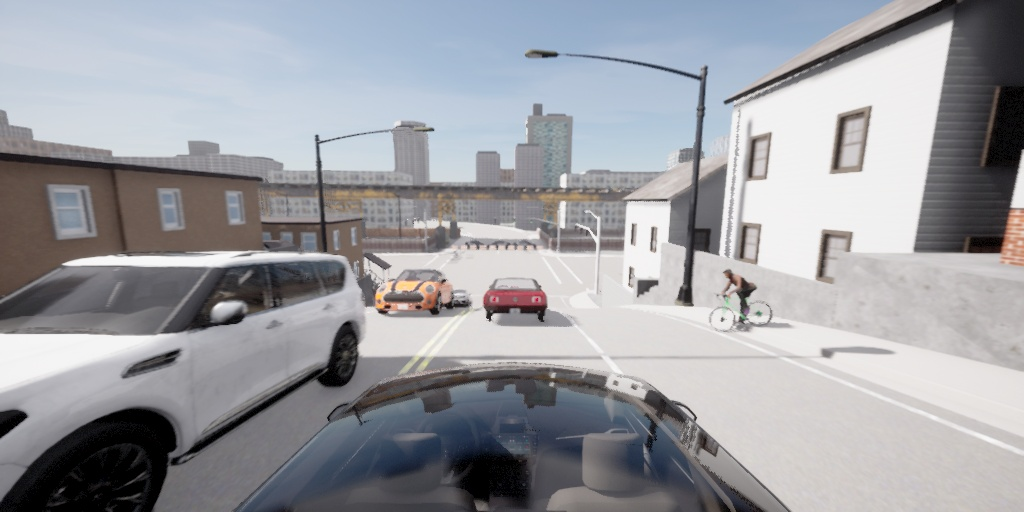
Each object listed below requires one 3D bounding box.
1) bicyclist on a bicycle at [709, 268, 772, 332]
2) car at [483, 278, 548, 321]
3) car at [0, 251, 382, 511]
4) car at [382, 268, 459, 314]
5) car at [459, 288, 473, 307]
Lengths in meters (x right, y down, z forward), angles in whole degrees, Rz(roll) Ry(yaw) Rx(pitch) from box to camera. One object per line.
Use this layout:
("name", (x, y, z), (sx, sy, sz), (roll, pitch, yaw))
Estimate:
("bicyclist on a bicycle", (5.885, 1.121, 9.336), (1.656, 1.620, 0.582), (-9, 0, 1))
("car", (0.101, 1.414, 12.492), (1.895, 1.301, 4.718), (0, -3, 0))
("car", (-3.610, 0.952, 4.017), (2.150, 2.045, 5.566), (0, 0, 1))
("car", (-3.570, 1.250, 13.968), (2.097, 1.767, 4.553), (0, -4, 0))
("car", (-3.648, 2.875, 23.942), (1.812, 1.442, 4.674), (0, -12, -1))
